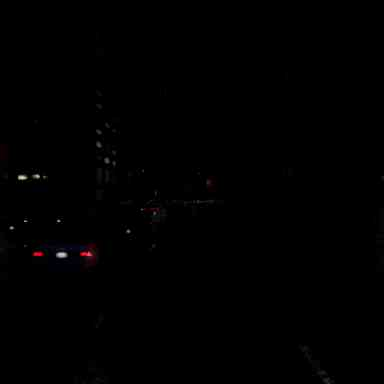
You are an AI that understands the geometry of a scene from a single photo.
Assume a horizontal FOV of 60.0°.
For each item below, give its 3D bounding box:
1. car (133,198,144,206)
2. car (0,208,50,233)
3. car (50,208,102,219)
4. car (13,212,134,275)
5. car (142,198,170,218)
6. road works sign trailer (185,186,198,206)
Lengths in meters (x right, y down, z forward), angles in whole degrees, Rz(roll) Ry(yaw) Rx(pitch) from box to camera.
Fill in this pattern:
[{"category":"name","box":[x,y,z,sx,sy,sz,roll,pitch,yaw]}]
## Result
[{"category":"car","box":[-9.773,1.828,61.772,1.895,1.301,4.718,0,0,1]},{"category":"car","box":[-9.849,1.668,20.393,1.895,1.301,4.718,0,0,0]},{"category":"car","box":[-6.598,1.667,20.405,1.895,1.301,4.718,0,0,0]},{"category":"car","box":[-3.151,1.581,10.548,2.033,1.411,5.357,0,0,0]},{"category":"car","box":[-3.149,1.608,30.955,1.837,1.490,4.892,0,0,0]},{"category":"road works sign trailer","box":[0.004,0.692,62.051,2.380,3.560,2.880,0,0,0]}]
